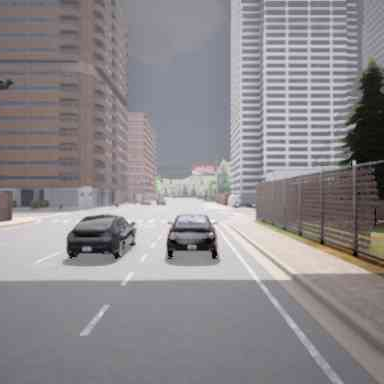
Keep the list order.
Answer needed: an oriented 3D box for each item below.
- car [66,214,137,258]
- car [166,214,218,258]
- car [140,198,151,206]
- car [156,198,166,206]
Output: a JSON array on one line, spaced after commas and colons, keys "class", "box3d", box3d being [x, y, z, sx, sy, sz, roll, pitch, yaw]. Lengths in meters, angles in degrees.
[{"class": "car", "box3d": [-3.481, 1.656, 13.483, 1.837, 1.490, 4.892, 0, 0, 0]}, {"class": "car", "box3d": [0.019, 1.642, 13.483, 2.128, 1.511, 4.902, 0, 0, 0]}, {"class": "car", "box3d": [-10.493, 2.178, 75.300, 2.097, 1.767, 4.553, 0, -1, 0]}, {"class": "car", "box3d": [-6.993, 2.178, 75.255, 2.097, 1.767, 4.553, 0, -1, 0]}]
